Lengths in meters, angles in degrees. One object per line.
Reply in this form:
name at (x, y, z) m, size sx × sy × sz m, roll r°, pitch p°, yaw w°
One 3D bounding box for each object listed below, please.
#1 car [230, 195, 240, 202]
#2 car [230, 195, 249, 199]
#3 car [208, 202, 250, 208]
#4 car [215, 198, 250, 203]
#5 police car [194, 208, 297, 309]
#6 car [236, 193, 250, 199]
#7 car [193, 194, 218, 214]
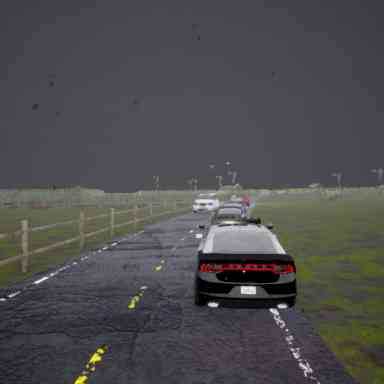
car at (9.254, 1.443, 71.934) m, size 1.812 × 1.442 × 4.674 m, roll 0°, pitch 0°, yaw 12°
car at (5.658, 1.438, 41.184) m, size 1.882 × 1.535 × 5.008 m, roll 0°, pitch 0°, yaw 12°
car at (2.050, 1.494, 17.784) m, size 1.837 × 1.490 × 4.892 m, roll 0°, pitch 0°, yaw 8°
car at (2.947, 1.460, 23.625) m, size 1.882 × 1.535 × 5.008 m, roll 0°, pitch 0°, yaw 10°
police car at (1.098, 1.423, 8.093) m, size 1.930 × 1.638 × 5.238 m, roll 0°, pitch 0°, yaw 4°
car at (7.755, 1.168, 51.290) m, size 2.150 × 2.045 × 5.566 m, roll 0°, pitch 0°, yaw 12°
car at (1.603, 1.191, 35.604) m, size 2.150 × 2.045 × 5.566 m, roll 0°, pitch 0°, yaw 12°
